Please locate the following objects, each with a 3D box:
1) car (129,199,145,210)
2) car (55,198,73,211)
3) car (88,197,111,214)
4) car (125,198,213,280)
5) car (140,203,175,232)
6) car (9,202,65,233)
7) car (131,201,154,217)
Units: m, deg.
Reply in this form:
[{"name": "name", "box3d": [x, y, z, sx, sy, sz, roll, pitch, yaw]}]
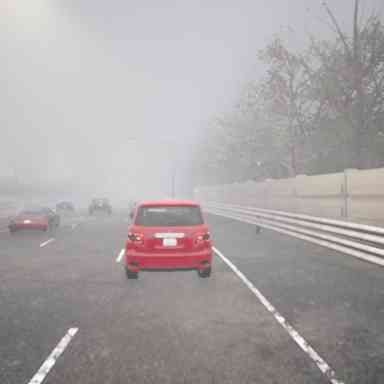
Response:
[{"name": "car", "box3d": [-7.186, 1.560, 43.489, 1.895, 1.301, 4.718, 0, 0, -10]}, {"name": "car", "box3d": [-15.352, 1.493, 39.931, 1.812, 1.442, 4.674, 0, 0, -22]}, {"name": "car", "box3d": [-9.780, 1.321, 35.088, 2.097, 1.767, 4.553, 0, 0, -18]}, {"name": "car", "box3d": [-0.741, 1.212, 10.118, 2.150, 2.045, 5.566, 0, 0, -5]}, {"name": "car", "box3d": [-2.308, 1.505, 21.053, 1.812, 1.442, 4.674, 0, 0, -11]}, {"name": "car", "box3d": [-9.152, 1.549, 19.682, 1.994, 1.385, 4.181, 0, 0, -11]}, {"name": "car", "box3d": [-4.808, 1.571, 31.774, 1.895, 1.301, 4.718, 0, 0, -13]}]
